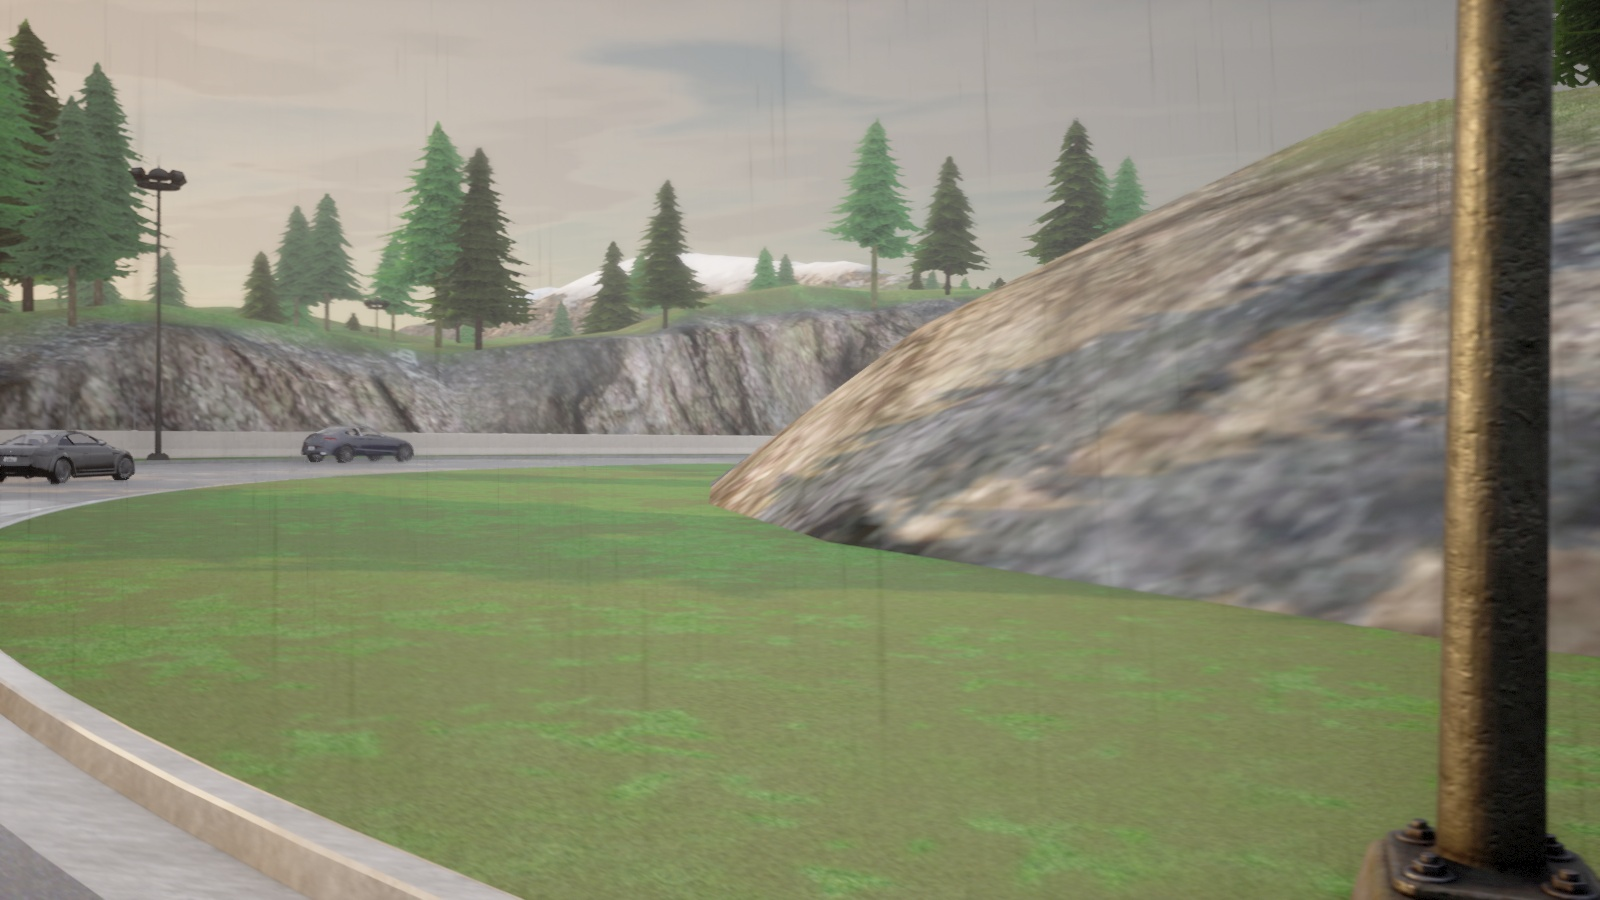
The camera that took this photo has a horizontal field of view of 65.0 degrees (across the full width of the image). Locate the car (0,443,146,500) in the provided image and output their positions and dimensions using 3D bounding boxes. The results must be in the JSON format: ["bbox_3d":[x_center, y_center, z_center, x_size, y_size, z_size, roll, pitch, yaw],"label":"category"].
[{"bbox_3d":[-19.621,0.534,33.495,1.994,1.385,4.181,-1,1,3],"label":"car"}]

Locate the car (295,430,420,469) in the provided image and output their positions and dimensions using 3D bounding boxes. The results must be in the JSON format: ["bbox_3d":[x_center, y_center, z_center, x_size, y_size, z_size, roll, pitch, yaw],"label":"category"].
[{"bbox_3d":[-19.643,-0.038,55.968,2.152,1.651,5.027,0,1,30],"label":"car"}]
